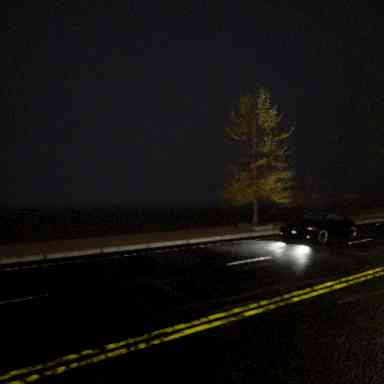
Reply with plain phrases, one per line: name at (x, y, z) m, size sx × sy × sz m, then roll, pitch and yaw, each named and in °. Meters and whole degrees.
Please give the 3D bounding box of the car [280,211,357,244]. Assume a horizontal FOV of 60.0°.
car at (6.177, 1.621, 16.145) m, size 4.181 × 1.385 × 1.994 m, roll 0°, pitch 0°, yaw -37°
